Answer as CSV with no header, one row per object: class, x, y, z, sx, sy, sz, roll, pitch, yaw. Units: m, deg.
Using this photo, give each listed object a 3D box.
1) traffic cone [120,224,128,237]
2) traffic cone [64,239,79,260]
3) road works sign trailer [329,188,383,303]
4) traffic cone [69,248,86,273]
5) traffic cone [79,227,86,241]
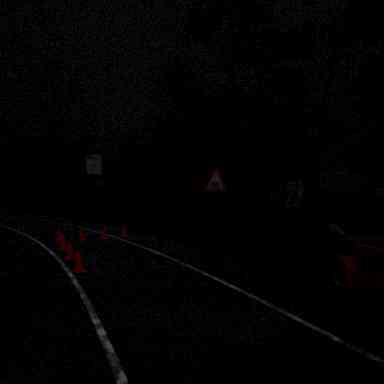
traffic cone,-3.319,1.871,16.138,0.340,0.580,0.340,-1,1,-22
traffic cone,-4.100,1.939,11.176,0.340,0.580,0.340,-1,1,-27
road works sign trailer,3.940,0.795,4.982,2.380,2.880,3.560,-1,0,-3
traffic cone,-3.195,1.948,9.394,0.340,0.580,0.340,-1,0,-27
traffic cone,-5.020,1.904,15.186,0.340,0.580,0.340,-1,1,-26
